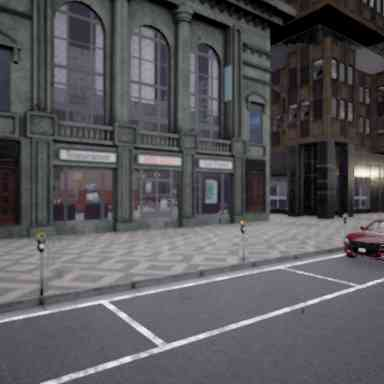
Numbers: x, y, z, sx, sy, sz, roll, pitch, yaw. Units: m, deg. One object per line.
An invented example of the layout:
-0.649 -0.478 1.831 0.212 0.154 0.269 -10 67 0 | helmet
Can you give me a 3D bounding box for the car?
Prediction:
7.197 1.597 11.800 4.507 1.381 1.887 0 0 -36 | car
